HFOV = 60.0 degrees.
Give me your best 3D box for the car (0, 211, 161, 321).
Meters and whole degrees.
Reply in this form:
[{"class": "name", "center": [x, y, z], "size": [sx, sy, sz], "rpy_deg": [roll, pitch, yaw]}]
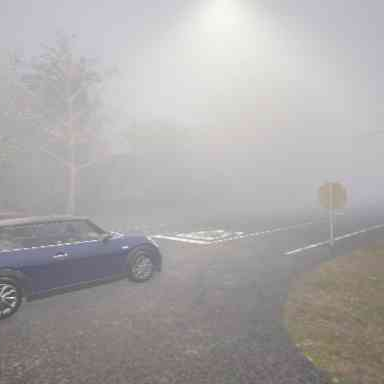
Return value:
[{"class": "car", "center": [-2.885, 1.312, 7.571], "size": [2.097, 1.767, 4.553], "rpy_deg": [-1, 1, 45]}]
